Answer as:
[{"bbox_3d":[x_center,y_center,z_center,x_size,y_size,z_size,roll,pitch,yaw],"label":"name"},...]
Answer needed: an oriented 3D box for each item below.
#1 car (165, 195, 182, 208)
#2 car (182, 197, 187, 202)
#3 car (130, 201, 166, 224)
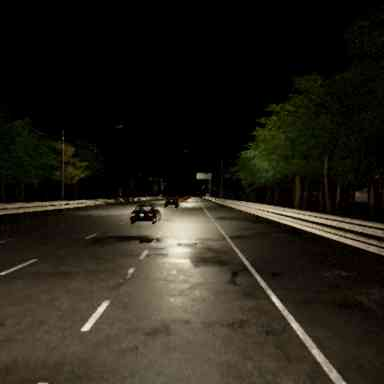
[{"bbox_3d":[-3.337,1.600,56.170,2.150,2.045,5.566,0,-1,0],"label":"car"},{"bbox_3d":[-3.039,2.210,93.302,1.882,1.535,5.008,0,-1,1],"label":"car"},{"bbox_3d":[-3.470,1.656,25.517,2.033,1.411,5.357,0,0,0],"label":"car"}]
